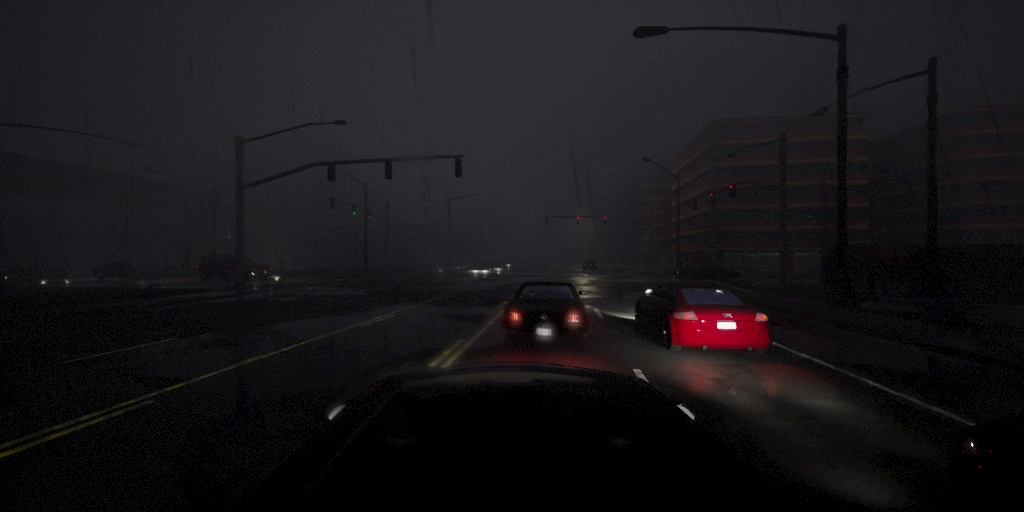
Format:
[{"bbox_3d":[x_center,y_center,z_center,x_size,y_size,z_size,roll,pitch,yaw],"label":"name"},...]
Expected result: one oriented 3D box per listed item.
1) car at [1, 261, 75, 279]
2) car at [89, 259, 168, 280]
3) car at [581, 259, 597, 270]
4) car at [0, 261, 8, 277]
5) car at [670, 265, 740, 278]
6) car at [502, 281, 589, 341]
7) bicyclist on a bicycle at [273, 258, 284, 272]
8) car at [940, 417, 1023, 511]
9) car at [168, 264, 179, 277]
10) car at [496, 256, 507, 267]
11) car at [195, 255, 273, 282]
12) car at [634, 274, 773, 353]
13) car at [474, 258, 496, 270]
[{"bbox_3d":[-41.836,1.351,31.600,4.718,1.301,1.895,0,0,12],"label":"car"},{"bbox_3d":[-32.430,1.228,30.270,5.008,1.535,1.882,0,0,7],"label":"car"},{"bbox_3d":[10.279,1.138,47.656,2.033,1.411,5.357,0,1,8],"label":"car"},{"bbox_3d":[-51.148,1.276,35.282,4.674,1.442,1.812,0,0,35],"label":"car"},{"bbox_3d":[15.155,1.344,28.471,4.718,1.301,1.895,0,0,7],"label":"car"},{"bbox_3d":[1.002,1.351,9.923,1.895,1.301,4.718,0,0,8],"label":"car"},{"bbox_3d":[-26.397,1.053,40.606,0.582,1.620,1.656,0,0,7],"label":"bicyclist on a bicycle"},{"bbox_3d":[3.640,1.242,0.209,2.128,1.511,4.902,0,0,1],"label":"car"},{"bbox_3d":[-34.382,1.275,34.201,4.674,1.442,1.812,0,0,7],"label":"car"},{"bbox_3d":[-2.499,1.064,58.569,1.895,1.301,4.718,0,1,8],"label":"car"},{"bbox_3d":[-22.499,0.971,29.093,5.566,2.045,2.150,0,0,7],"label":"car"},{"bbox_3d":[4.405,1.314,8.921,1.994,1.385,4.181,0,0,7],"label":"car"},{"bbox_3d":[-3.851,1.176,48.715,1.994,1.385,4.181,0,1,8],"label":"car"}]
